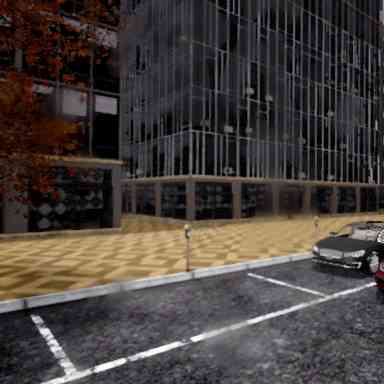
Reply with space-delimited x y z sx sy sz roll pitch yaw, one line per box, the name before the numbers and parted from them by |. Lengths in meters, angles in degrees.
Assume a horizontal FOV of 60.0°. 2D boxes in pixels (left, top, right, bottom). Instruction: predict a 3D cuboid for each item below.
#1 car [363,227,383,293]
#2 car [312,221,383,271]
car | 6.144 1.588 7.736 4.674 1.442 1.812 0 0 -36
car | 5.623 1.622 10.556 4.403 1.369 2.008 0 0 -35
